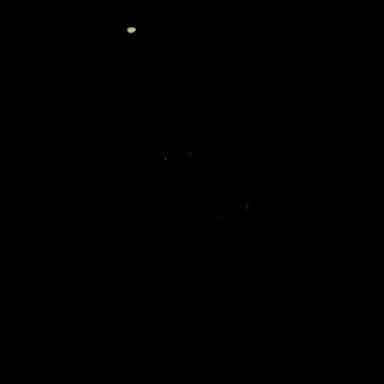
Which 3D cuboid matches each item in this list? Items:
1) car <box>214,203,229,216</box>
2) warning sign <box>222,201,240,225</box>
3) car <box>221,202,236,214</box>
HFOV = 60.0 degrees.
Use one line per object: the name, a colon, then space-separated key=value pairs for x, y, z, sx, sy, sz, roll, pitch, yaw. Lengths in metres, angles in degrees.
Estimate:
car: x=4.171 y=2.529 z=44.634 sx=1.895 sy=1.301 sz=4.718 roll=0 pitch=-1 yaw=12
warning sign: x=3.180 y=1.664 z=27.011 sx=1.300 sy=1.860 sz=1.060 roll=0 pitch=-2 yaw=11
car: x=5.954 y=2.504 z=54.033 sx=2.097 sy=1.767 sz=4.553 roll=0 pitch=-1 yaw=11
